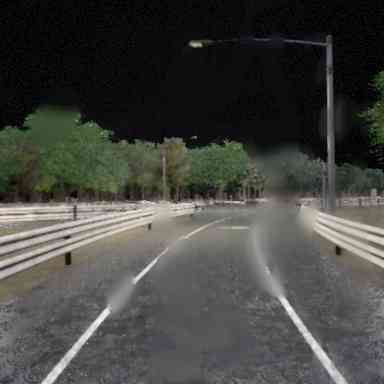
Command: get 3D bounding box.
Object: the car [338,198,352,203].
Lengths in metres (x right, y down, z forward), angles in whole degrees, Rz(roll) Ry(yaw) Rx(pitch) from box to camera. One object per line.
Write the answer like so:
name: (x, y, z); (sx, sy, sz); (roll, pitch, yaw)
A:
car: (34.387, 2.028, 74.779); (4.892, 1.490, 1.837); (0, -1, -45)

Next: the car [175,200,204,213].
car: (-0.655, 1.742, 39.868); (4.892, 1.490, 1.837); (0, -1, -45)

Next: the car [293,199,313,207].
car: (20.358, 2.007, 60.803); (4.718, 1.301, 1.895); (0, -1, -45)
